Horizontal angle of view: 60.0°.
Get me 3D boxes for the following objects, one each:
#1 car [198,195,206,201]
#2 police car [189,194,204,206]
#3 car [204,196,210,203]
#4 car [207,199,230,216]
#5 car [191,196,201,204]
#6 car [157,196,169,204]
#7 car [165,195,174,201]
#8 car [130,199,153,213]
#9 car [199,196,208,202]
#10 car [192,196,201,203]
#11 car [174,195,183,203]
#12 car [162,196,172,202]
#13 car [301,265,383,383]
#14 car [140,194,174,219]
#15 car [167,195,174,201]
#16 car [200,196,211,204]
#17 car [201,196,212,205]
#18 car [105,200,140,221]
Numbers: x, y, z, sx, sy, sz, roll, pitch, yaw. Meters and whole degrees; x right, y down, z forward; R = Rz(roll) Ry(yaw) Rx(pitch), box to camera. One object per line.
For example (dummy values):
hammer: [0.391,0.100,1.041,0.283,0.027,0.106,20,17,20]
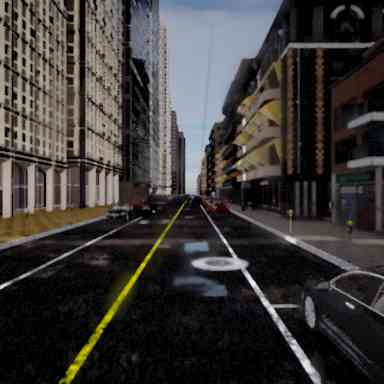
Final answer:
car: [2.665,1.485,88.718,1.967,1.590,4.097,0,0,0]
police car: [0.884,1.440,55.648,1.930,1.638,5.238,0,0,0]
car: [2.680,1.447,37.882,1.967,1.590,4.097,0,0,0]
car: [2.682,1.586,32.233,1.802,1.307,4.206,0,0,0]
car: [0.769,1.500,65.539,1.882,1.535,5.008,0,0,0]
car: [-5.709,1.588,66.121,1.947,1.339,4.313,0,0,0]
car: [-5.714,1.478,83.068,1.967,1.590,4.097,0,0,0]
car: [-5.700,1.551,37.879,1.887,1.381,4.507,0,0,0]
car: [2.669,1.583,77.421,2.008,1.369,4.403,0,0,0]
car: [0.879,1.532,71.538,1.837,1.490,4.892,0,0,0]
car: [-3.021,1.485,69.854,1.837,1.490,4.892,0,0,0]
car: [-5.712,1.583,77.418,2.008,1.369,4.403,0,0,0]
car: [2.691,1.551,3.990,2.008,1.369,4.403,0,0,0]
car: [-3.107,1.221,29.837,2.150,2.045,5.566,0,0,0]
car: [-5.715,1.570,88.545,1.752,1.417,4.829,0,0,0]
car: [2.672,1.588,66.124,1.947,1.339,4.313,0,0,0]
car: [2.674,1.544,60.645,1.752,1.417,4.829,0,0,0]
car: [-5.697,1.553,26.581,2.008,1.369,4.403,0,0,0]
